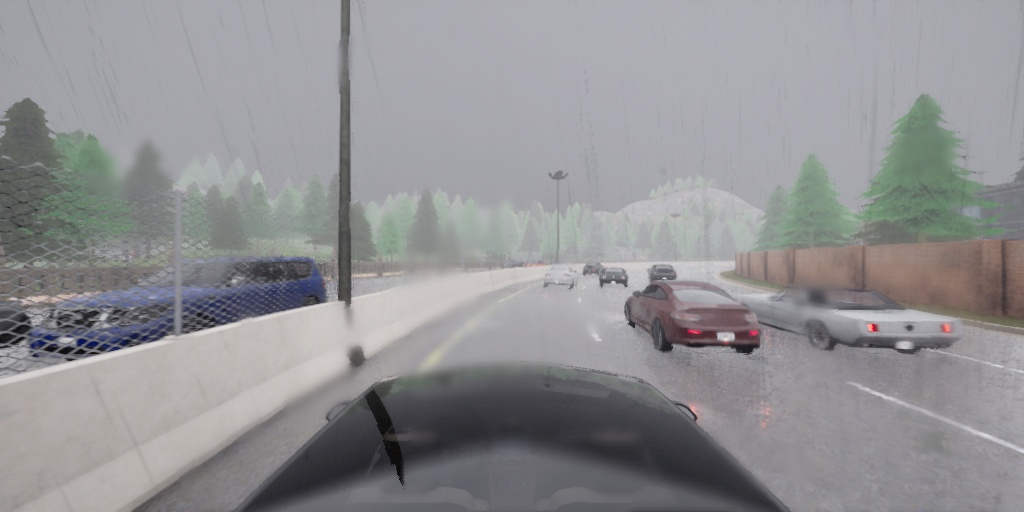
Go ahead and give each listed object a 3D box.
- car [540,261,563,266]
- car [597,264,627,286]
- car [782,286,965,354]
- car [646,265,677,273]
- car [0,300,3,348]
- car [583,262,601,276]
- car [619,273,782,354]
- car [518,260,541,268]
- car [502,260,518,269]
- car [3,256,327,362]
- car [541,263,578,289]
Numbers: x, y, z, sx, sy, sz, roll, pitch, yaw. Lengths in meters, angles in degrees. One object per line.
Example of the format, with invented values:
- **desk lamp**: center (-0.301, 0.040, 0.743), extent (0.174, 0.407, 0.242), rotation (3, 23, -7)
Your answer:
- **car**: center (6.326, 1.572, 50.712), extent (2.128, 1.511, 4.902), rotation (0, 0, 30)
- **car**: center (7.520, 1.499, 26.429), extent (1.895, 1.301, 4.718), rotation (0, 0, 16)
- **car**: center (7.592, 1.397, 8.947), extent (1.895, 1.301, 4.718), rotation (0, 0, 5)
- **car**: center (11.802, 1.416, 28.267), extent (1.837, 1.490, 4.892), rotation (0, 0, 18)
- **car**: center (-10.388, 1.255, 4.892), extent (2.128, 1.511, 4.902), rotation (0, 0, 3)
- **car**: center (9.424, 1.488, 40.914), extent (1.837, 1.490, 4.892), rotation (0, -1, 25)
- **car**: center (4.129, 1.319, 8.852), extent (1.812, 1.442, 4.674), rotation (0, 0, 5)
- **car**: center (3.297, 1.404, 52.466), extent (2.097, 1.767, 4.553), rotation (0, 0, 30)
- **car**: center (0.237, 1.300, 54.167), extent (2.128, 1.511, 4.902), rotation (0, 0, 30)
- **car**: center (-6.701, 1.009, 8.357), extent (2.150, 2.045, 5.566), rotation (0, -1, 5)
- **car**: center (3.437, 1.411, 24.619), extent (1.812, 1.442, 4.674), rotation (0, 0, 15)
